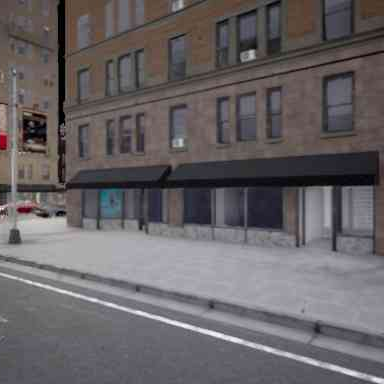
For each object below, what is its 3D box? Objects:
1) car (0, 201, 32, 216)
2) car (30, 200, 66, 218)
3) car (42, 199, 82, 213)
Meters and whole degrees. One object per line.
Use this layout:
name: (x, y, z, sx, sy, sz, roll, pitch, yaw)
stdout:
car: (-19.186, 1.695, 36.502, 1.967, 1.590, 4.097, 0, 0, 36)
car: (-12.678, 1.794, 31.806, 1.947, 1.339, 4.313, 0, 0, 36)
car: (-15.962, 1.693, 40.971, 1.967, 1.590, 4.097, 0, 0, 36)
